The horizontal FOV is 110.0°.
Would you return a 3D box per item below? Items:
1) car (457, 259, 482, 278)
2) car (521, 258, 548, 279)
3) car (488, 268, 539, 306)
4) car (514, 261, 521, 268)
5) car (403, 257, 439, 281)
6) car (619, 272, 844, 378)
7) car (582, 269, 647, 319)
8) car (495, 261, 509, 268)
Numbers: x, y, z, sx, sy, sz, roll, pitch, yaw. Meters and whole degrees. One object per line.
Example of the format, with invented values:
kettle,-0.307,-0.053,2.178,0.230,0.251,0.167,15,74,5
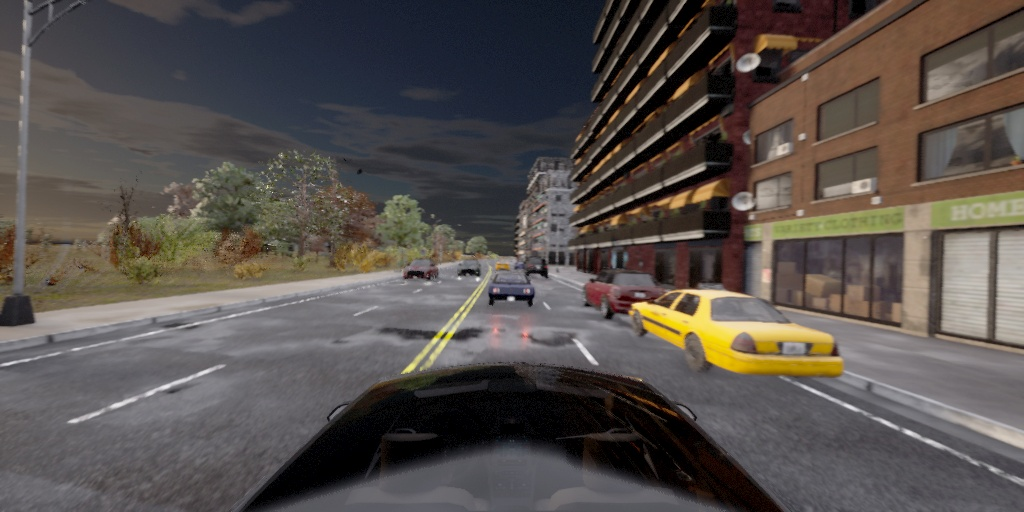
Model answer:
car,-4.054,1.109,34.800,2.097,1.767,4.553,2,0,-2
car,2.480,1.209,37.484,2.150,2.045,5.566,2,0,-2
car,-0.068,1.408,16.368,1.895,1.301,4.718,2,0,-1
car,1.370,1.580,59.283,1.812,1.442,4.674,2,0,-3
car,-7.089,0.980,28.355,2.097,1.767,4.553,2,0,-2
car,4.206,1.369,7.949,1.801,1.575,5.366,2,0,-1
car,4.115,1.286,13.760,2.097,1.767,4.553,2,0,-1
car,-1.413,1.404,52.106,1.882,1.535,5.008,2,0,-3
